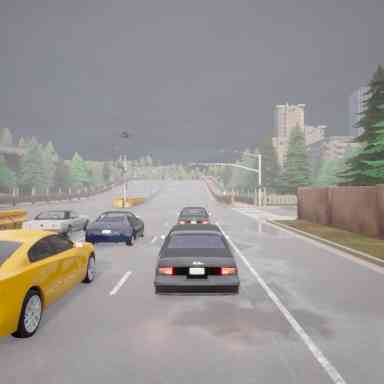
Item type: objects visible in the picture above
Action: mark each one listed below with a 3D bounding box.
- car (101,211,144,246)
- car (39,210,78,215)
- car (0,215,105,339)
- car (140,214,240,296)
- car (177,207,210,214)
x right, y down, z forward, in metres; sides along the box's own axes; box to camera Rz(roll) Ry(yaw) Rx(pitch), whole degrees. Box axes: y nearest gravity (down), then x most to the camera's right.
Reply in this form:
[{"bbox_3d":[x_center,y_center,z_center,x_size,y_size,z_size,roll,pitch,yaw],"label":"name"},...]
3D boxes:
[{"bbox_3d":[-3.420,1.564,15.374,1.994,1.385,4.181,0,0,0],"label":"car"},{"bbox_3d":[-6.916,1.601,17.603,1.895,1.301,4.718,0,0,0],"label":"car"},{"bbox_3d":[-3.406,1.478,6.617,1.882,1.535,5.008,0,0,0],"label":"car"},{"bbox_3d":[0.092,1.547,8.827,2.033,1.411,5.357,0,0,0],"label":"car"},{"bbox_3d":[0.105,1.547,18.893,2.033,1.411,5.357,0,0,1],"label":"car"}]
